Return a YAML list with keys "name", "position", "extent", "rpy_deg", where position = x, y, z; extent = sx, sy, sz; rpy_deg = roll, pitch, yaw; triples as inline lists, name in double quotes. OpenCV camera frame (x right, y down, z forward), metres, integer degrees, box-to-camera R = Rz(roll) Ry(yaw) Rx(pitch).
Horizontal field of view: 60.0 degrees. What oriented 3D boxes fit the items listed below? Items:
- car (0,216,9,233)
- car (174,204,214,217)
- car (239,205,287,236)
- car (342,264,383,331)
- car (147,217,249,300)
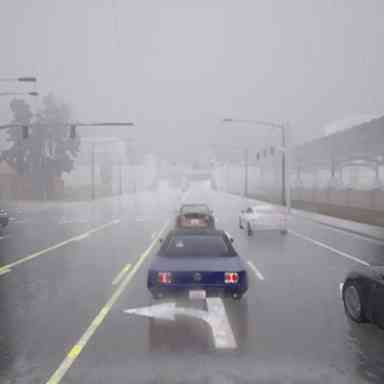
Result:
- name: "car"
  position: [-10.537, 1.488, 15.207]
  extent: [1.895, 1.301, 4.718]
  rpy_deg: [0, 0, 1]
- name: "car"
  position: [0.126, 1.367, 17.502]
  extent: [2.163, 1.488, 4.792]
  rpy_deg: [0, 1, 0]
- name: "car"
  position: [3.630, 1.393, 17.398]
  extent: [1.812, 1.442, 4.674]
  rpy_deg: [0, 1, 0]
- name: "car"
  position: [3.618, 1.505, 4.083]
  extent: [1.812, 1.442, 4.674]
  rpy_deg: [0, 0, 0]
- name: "car"
  position: [0.113, 1.552, 8.240]
  extent: [1.895, 1.301, 4.718]
  rpy_deg: [0, 1, 0]
